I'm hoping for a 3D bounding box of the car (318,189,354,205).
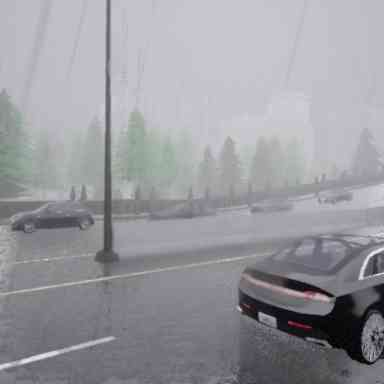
[{"bbox_3d":[15.784,0.445,36.522,4.902,1.511,2.128,-7,4,-35],"label":"car"}]

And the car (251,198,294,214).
[{"bbox_3d":[7.421,1.285,30.630,4.181,1.385,1.994,-4,2,-35],"label":"car"}]

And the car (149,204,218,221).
[{"bbox_3d":[-0.528,1.586,25.009,5.357,1.411,2.033,-1,0,-35],"label":"car"}]

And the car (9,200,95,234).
[{"bbox_3d":[-8.199,1.387,19.604,4.553,1.767,2.097,0,0,-35],"label":"car"}]

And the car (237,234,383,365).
[{"bbox_3d":[2.989,1.513,5.876,4.902,1.511,2.128,0,0,-35],"label":"car"}]
